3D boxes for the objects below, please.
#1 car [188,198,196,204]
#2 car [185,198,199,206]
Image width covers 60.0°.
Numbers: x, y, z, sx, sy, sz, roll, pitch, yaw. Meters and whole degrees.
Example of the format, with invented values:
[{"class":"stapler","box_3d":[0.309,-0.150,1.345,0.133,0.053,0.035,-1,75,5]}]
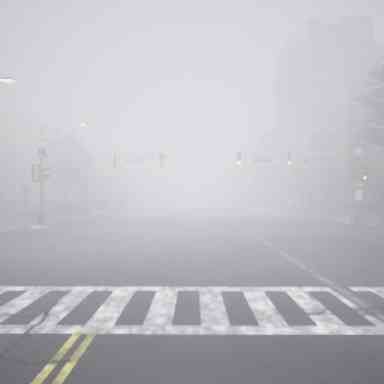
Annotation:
[{"class":"car","box_3d":[-0.014,2.551,93.028,2.097,1.767,4.553,0,-1,1]},{"class":"car","box_3d":[-0.012,2.632,82.645,2.033,1.411,5.357,0,-1,0]}]
